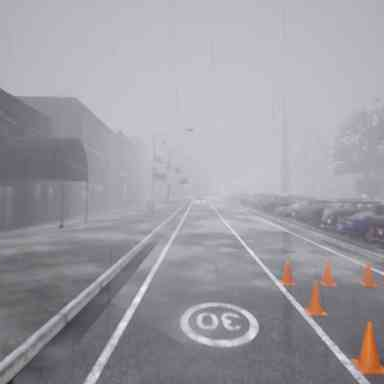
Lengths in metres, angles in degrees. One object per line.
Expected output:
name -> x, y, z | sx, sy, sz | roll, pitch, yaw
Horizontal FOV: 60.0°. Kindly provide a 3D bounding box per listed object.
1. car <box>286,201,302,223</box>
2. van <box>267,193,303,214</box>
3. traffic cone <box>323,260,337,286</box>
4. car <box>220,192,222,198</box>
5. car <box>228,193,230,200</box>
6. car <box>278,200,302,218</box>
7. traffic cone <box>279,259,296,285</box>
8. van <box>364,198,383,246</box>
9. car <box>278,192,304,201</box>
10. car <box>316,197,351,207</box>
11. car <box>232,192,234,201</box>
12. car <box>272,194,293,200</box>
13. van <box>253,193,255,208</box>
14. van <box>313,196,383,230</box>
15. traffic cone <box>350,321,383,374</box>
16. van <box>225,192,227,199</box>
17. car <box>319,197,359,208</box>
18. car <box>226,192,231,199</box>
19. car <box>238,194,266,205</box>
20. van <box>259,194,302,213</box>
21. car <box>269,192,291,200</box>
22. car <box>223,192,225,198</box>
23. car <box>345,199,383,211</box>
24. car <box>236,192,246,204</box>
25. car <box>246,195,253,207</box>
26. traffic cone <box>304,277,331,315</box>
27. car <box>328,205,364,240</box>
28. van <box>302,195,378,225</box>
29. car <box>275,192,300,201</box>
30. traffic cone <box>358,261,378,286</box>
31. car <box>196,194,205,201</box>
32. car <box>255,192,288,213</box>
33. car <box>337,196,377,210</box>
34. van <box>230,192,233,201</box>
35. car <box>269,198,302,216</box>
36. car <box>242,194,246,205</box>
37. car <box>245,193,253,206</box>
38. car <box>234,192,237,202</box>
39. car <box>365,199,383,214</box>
car -> 9.848, 1.644, 24.516 | 4.792, 1.488, 2.163 | 1, 0, 1
van -> 10.100, 1.357, 32.930 | 4.442, 1.987, 1.878 | 1, 0, 1
traffic cone -> 3.390, 1.999, 8.313 | 0.340, 0.580, 0.340 | 1, 0, 1
car -> 11.161, 1.188, 94.584 | 4.892, 1.521, 2.231 | 1, 0, 1
car -> 10.676, 1.338, 69.367 | 5.008, 1.535, 2.097 | 1, 0, 1
car -> 9.869, 1.646, 27.324 | 4.674, 1.452, 2.002 | 1, 0, 1
traffic cone -> 2.392, 1.987, 8.333 | 0.340, 0.580, 0.340 | 1, 0, 1
van -> 9.723, 1.388, 13.301 | 4.442, 1.987, 1.878 | 1, 0, 1
car -> 23.955, 1.167, 80.692 | 5.566, 2.045, 2.435 | 1, 0, 1
car -> 23.501, 1.589, 55.475 | 4.892, 1.521, 2.231 | 1, 0, 1
car -> 10.606, 1.251, 63.761 | 4.553, 1.767, 2.185 | 1, 0, 1
car -> 24.133, 1.369, 88.921 | 5.008, 1.535, 2.097 | 1, 0, 1
van -> 10.261, 1.301, 41.336 | 4.442, 1.987, 1.878 | 1, 0, 1
van -> 9.597, 1.391, 18.915 | 4.442, 1.987, 1.878 | 1, 0, 1
traffic cone -> 2.310, 1.986, 4.333 | 0.340, 0.580, 0.340 | 1, 0, 1
van -> 10.729, 1.055, 77.776 | 4.442, 1.987, 1.878 | 1, 0, 1
car -> 23.257, 1.601, 52.702 | 5.366, 1.575, 1.946 | 1, 0, 1
car -> 10.759, 1.330, 74.973 | 4.792, 1.488, 2.163 | 1, 0, 1
car -> 10.436, 1.287, 58.156 | 4.553, 1.767, 2.185 | 1, 0, 1
van -> 10.207, 1.320, 38.534 | 4.442, 1.987, 1.878 | 1, 0, 1
car -> 24.167, 1.104, 91.707 | 5.566, 2.045, 2.435 | 1, 0, 1
car -> 11.136, 1.244, 83.377 | 5.366, 1.575, 1.946 | 1, 0, 1
car -> 23.252, 1.691, 44.374 | 4.792, 1.488, 2.163 | 1, 0, 1
car -> 10.332, 1.199, 52.550 | 5.566, 2.045, 2.435 | 1, 0, 1
car -> 10.190, 1.508, 44.143 | 4.892, 1.521, 2.231 | 1, 0, 1
traffic cone -> 2.351, 1.987, 6.333 | 0.340, 0.580, 0.340 | 1, 0, 1
car -> 9.652, 1.616, 16.106 | 5.008, 1.535, 2.097 | 1, 0, 1
van -> 9.884, 1.392, 21.712 | 4.442, 1.987, 1.878 | 1, 0, 1
car -> 24.005, 1.149, 83.353 | 5.566, 2.045, 2.435 | 1, 0, 1
traffic cone -> 4.389, 2.011, 8.292 | 0.340, 0.580, 0.340 | 1, 0, 1
car -> 1.908, 1.215, 75.476 | 2.128, 1.511, 4.902 | 1, 0, 1
car -> 10.009, 1.312, 35.733 | 5.566, 2.045, 2.435 | 1, 0, 1
car -> 23.367, 1.518, 47.148 | 4.553, 1.767, 2.185 | 1, 0, 1
van -> 10.513, 1.130, 66.565 | 4.442, 1.987, 1.878 | 1, 0, 1
car -> 9.933, 1.595, 30.126 | 4.892, 1.521, 2.231 | 1, 0, 1
car -> 10.301, 1.510, 49.749 | 4.674, 1.452, 2.002 | 1, 0, 1
car -> 10.283, 1.363, 46.944 | 4.553, 1.767, 2.185 | 1, 0, 1
car -> 10.386, 1.180, 55.353 | 5.566, 2.045, 2.435 | 1, 0, 1
car -> 23.361, 1.698, 38.819 | 5.366, 1.575, 1.946 | 1, 0, 1
